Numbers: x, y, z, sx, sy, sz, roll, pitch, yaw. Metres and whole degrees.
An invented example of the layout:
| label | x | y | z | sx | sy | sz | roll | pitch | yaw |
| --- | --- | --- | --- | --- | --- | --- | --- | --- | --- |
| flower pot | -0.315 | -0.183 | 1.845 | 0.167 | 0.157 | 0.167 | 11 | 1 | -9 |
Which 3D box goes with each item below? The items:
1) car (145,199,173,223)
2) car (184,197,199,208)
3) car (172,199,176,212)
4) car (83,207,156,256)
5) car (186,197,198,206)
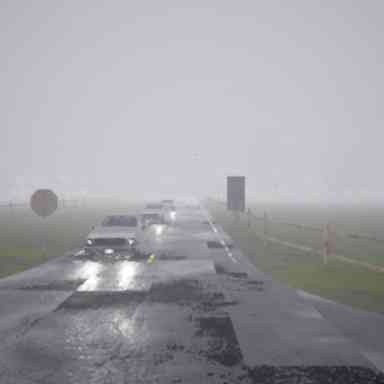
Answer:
| label | x | y | z | sx | sy | sz | roll | pitch | yaw |
| --- | --- | --- | --- | --- | --- | --- | --- | --- | --- |
| car | -2.858 | 1.546 | 25.874 | 2.033 | 1.411 | 5.357 | 0 | 0 | 0 |
| car | 0.035 | 1.518 | 46.900 | 1.812 | 1.442 | 4.674 | 0 | 0 | 1 |
| car | -2.848 | 1.521 | 39.336 | 1.812 | 1.442 | 4.674 | 0 | 0 | 0 |
| car | -2.772 | 1.548 | 13.472 | 2.033 | 1.411 | 5.357 | 0 | 0 | -2 |
| car | -0.021 | 1.552 | 56.698 | 1.994 | 1.385 | 4.181 | 0 | 0 | 0 |
